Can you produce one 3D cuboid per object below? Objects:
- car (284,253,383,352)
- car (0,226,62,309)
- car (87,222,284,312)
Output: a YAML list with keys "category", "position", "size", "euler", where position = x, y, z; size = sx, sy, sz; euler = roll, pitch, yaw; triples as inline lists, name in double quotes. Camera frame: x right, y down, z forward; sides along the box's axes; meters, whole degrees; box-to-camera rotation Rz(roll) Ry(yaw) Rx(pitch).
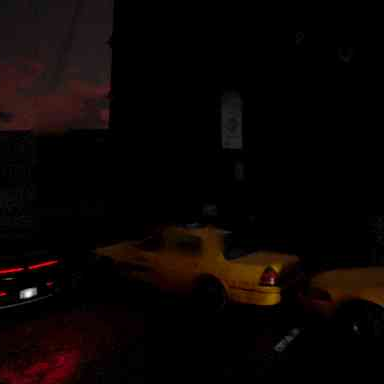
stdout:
- category: "car"
  position: [4.237, 1.478, 4.492]
  size: [5.366, 1.575, 1.946]
  euler: [0, 0, 36]
- category: "car"
  position: [-4.755, 1.503, 7.272]
  size: [4.892, 1.490, 1.837]
  euler: [0, 0, 38]
- category: "car"
  position: [-0.243, 1.477, 7.721]
  size: [5.366, 1.575, 1.946]
  euler: [0, 0, 36]
